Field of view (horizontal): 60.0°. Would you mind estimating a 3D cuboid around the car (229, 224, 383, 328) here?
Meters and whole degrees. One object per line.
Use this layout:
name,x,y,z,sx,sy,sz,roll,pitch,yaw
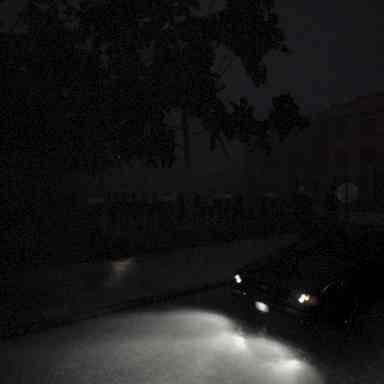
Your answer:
car,3.302,1.418,6.909,5.357,1.411,2.033,-1,1,-35
